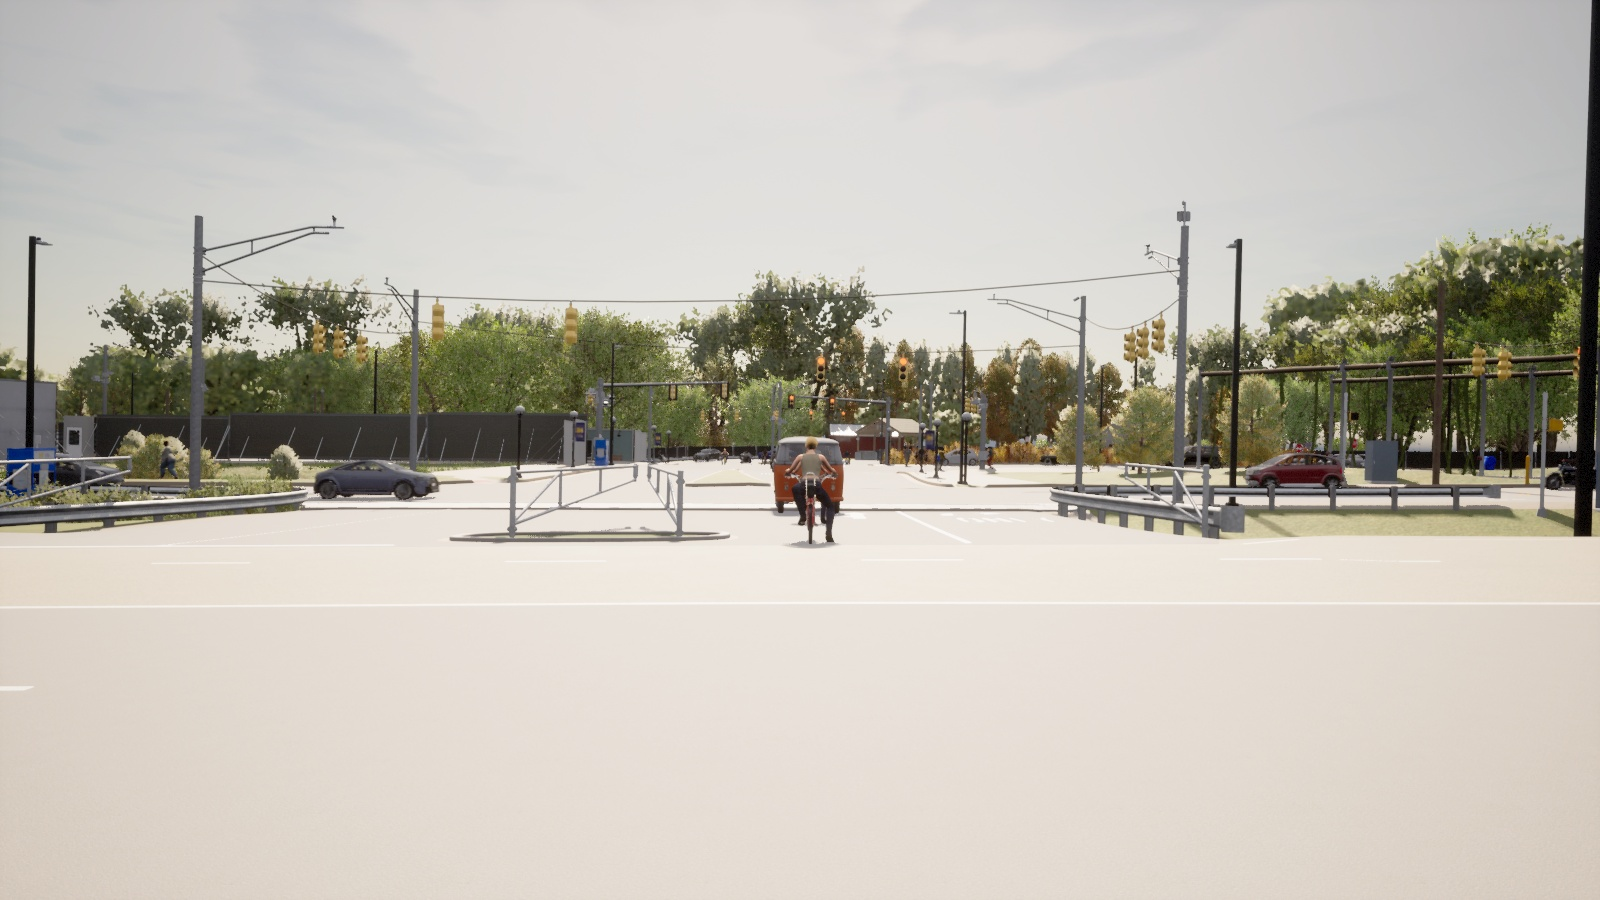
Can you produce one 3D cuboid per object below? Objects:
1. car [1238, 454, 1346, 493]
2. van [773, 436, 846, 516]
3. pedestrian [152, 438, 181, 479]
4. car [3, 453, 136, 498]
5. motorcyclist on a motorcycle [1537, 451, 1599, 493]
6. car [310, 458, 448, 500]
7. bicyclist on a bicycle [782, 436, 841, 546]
[{"bbox_3d":[20.007,0.951,51.137,3.705,1.549,1.789,0,1,0],"label":"car"},{"bbox_3d":[0.195,0.638,34.028,1.775,1.987,4.442,0,1,-2],"label":"van"},{"bbox_3d":[-28.994,0.381,57.479,0.900,1.855,0.874,1,1,-1],"label":"pedestrian"},{"bbox_3d":[-25.780,0.886,44.418,3.633,1.501,1.845,0,1,1],"label":"car"},{"bbox_3d":[31.428,0.889,51.172,2.350,1.649,0.766,0,1,0],"label":"motorcyclist on a motorcycle"},{"bbox_3d":[-14.793,1.010,44.264,4.181,1.385,1.994,0,1,1],"label":"car"},{"bbox_3d":[0.181,0.604,19.162,0.866,1.612,1.509,0,0,1],"label":"bicyclist on a bicycle"}]
